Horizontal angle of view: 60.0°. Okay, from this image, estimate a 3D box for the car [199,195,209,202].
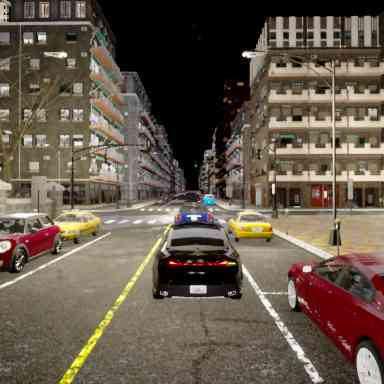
[{"bbox_3d":[2.757,1.503,76.701,2.008,1.369,4.403,1,0,0],"label":"car"}]

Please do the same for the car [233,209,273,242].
[{"bbox_3d":[2.711,1.527,16.194,1.752,1.417,4.829,1,0,0],"label":"car"}]

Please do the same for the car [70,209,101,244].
[{"bbox_3d":[-5.669,1.527,15.878,1.752,1.417,4.829,1,0,0],"label":"car"}]

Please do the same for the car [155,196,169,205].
[{"bbox_3d":[-5.637,1.556,59.751,1.802,1.307,4.206,1,0,0],"label":"car"}]

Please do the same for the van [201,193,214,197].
[{"bbox_3d":[2.743,1.321,54.017,1.690,1.788,3.998,1,0,0],"label":"van"}]

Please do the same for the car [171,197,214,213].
[{"bbox_3d":[0.143,1.353,18.837,2.097,1.767,4.553,0,0,1],"label":"car"}]

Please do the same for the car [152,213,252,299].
[{"bbox_3d":[0.108,1.506,8.413,1.837,1.490,4.892,0,0,0],"label":"car"}]

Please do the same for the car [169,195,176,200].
[{"bbox_3d":[-5.615,1.515,88.107,1.802,1.307,4.206,1,0,0],"label":"car"}]

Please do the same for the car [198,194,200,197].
[{"bbox_3d":[2.748,1.534,65.360,1.947,1.339,4.313,1,0,0],"label":"car"}]

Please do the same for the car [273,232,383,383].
[{"bbox_3d":[2.702,1.546,4.791,1.887,1.381,4.507,1,0,0],"label":"car"}]

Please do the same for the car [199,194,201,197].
[{"bbox_3d":[2.744,1.519,59.689,1.887,1.381,4.507,1,0,0],"label":"car"}]

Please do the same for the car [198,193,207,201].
[{"bbox_3d":[2.769,1.249,88.043,2.192,1.841,5.009,1,0,0],"label":"car"}]

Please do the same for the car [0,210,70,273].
[{"bbox_3d":[-5.673,1.442,10.433,1.967,1.590,4.097,1,0,0],"label":"car"}]
